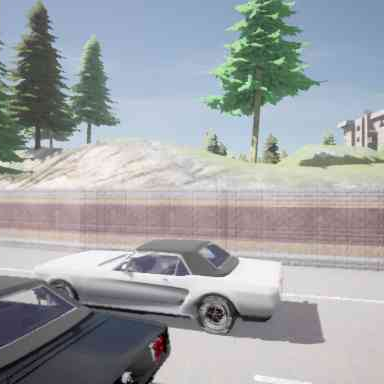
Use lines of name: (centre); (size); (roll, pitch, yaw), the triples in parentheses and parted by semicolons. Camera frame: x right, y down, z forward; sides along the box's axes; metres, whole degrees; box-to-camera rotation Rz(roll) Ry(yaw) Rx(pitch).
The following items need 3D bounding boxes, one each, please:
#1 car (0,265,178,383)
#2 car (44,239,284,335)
car: (-2.717, 1.600, 3.416); (4.718, 1.301, 1.895); (0, 0, 17)
car: (-0.670, 1.600, 6.446); (4.718, 1.301, 1.895); (0, 0, 17)
